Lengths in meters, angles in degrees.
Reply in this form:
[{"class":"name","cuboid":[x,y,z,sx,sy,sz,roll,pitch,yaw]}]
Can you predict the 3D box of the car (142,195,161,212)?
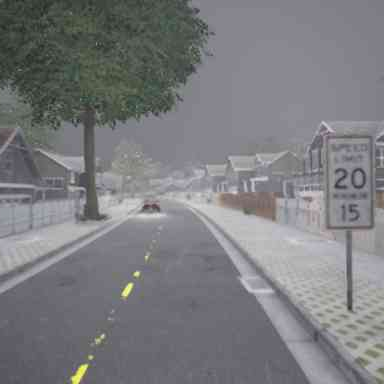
[{"class":"car","cuboid":[-4.251,1.337,35.161,1.895,1.301,4.718,-1,0,-5]}]
